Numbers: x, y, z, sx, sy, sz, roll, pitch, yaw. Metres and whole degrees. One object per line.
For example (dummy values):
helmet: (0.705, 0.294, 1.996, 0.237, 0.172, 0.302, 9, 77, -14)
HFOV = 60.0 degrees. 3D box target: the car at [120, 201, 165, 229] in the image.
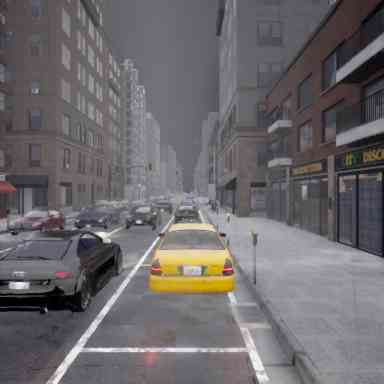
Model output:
car: (-3.021, 1.525, 21.252, 1.812, 1.442, 4.674, 0, 0, 0)

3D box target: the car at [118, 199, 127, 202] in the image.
car: (-8.408, 1.525, 34.923, 1.752, 1.417, 4.829, 0, 0, 0)

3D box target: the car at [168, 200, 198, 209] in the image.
car: (-0.383, 1.551, 24.063, 2.008, 1.369, 4.403, 0, 0, 0)

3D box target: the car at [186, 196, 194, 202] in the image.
car: (-0.383, 1.579, 79.064, 1.802, 1.307, 4.206, 0, 0, 0)

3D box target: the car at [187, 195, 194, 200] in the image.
car: (-0.383, 1.575, 90.427, 1.802, 1.307, 4.206, 0, 0, 0)

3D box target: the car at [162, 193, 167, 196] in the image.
car: (-8.408, 1.518, 90.251, 1.752, 1.417, 4.829, 0, 0, 0)

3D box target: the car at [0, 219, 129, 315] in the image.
car: (-2.921, 1.562, 7.648, 1.994, 1.385, 4.181, 0, 0, 0)

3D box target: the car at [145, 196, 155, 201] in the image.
car: (-8.408, 1.549, 67.693, 2.008, 1.369, 4.403, 0, 0, 0)

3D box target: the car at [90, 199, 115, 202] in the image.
car: (-8.408, 1.440, 29.575, 1.967, 1.590, 4.097, 0, 0, 0)

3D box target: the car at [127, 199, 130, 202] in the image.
car: (-8.408, 1.551, 40.611, 2.008, 1.369, 4.403, 0, 0, 0)

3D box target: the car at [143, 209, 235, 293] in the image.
car: (0.005, 1.457, 8.840, 1.801, 1.575, 5.366, 0, 0, 0)

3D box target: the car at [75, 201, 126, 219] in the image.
car: (-5.871, 1.548, 21.492, 2.033, 1.411, 5.357, 0, 0, 0)

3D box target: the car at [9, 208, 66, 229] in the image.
car: (-8.408, 1.582, 18.538, 1.802, 1.307, 4.206, 0, 0, 0)

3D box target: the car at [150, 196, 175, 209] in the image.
car: (-2.924, 1.505, 34.930, 1.837, 1.490, 4.892, 0, 0, 0)

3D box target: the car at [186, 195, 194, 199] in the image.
car: (-0.383, 1.440, 35.101, 1.967, 1.590, 4.097, 0, 0, 0)

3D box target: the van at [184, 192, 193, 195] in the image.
van: (-0.383, 1.339, 67.702, 1.690, 1.788, 3.998, 0, 0, 0)
